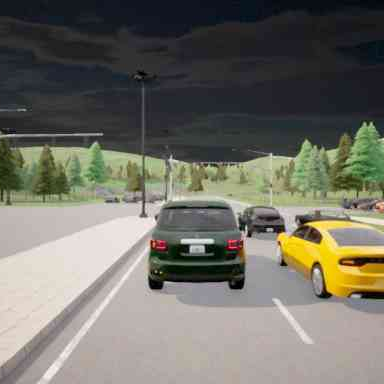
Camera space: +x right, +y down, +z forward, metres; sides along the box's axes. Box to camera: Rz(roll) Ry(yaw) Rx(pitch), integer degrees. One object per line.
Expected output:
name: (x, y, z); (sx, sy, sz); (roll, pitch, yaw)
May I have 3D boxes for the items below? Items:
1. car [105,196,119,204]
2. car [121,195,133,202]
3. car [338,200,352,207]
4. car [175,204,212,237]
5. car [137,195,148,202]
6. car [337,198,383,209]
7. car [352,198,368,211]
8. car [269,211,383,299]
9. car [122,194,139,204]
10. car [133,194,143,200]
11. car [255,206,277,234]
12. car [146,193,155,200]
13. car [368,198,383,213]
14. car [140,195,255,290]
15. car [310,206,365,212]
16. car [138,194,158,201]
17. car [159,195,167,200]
car: (-15.147, 1.532, 63.206); (1.994, 1.385, 4.181); (0, 0, 0)
car: (-15.130, 1.460, 78.070); (1.837, 1.490, 4.892); (0, 0, 0)
car: (21.015, 1.482, 41.421); (4.892, 1.490, 1.837); (0, 0, 1)
car: (0.072, 1.495, 19.089); (1.837, 1.490, 4.892); (0, 0, 0)
car: (-11.630, 1.484, 78.069); (1.812, 1.442, 4.674); (0, 0, 0)
car: (22.739, 1.524, 44.902); (5.357, 1.411, 2.033); (0, 0, 1)
car: (21.352, 1.506, 37.918); (4.674, 1.442, 1.812); (0, 0, 1)
car: (3.586, 1.473, 8.488); (1.882, 1.535, 5.008); (0, 0, 0)
car: (-11.664, 1.494, 63.224); (1.812, 1.442, 4.674); (0, 0, 1)
car: (-15.122, 1.421, 93.476); (1.882, 1.535, 5.008); (0, 0, 0)
car: (3.574, 1.495, 17.712); (1.837, 1.490, 4.892); (0, 0, 0)
car: (-11.623, 1.300, 93.442); (2.097, 1.767, 4.553); (0, 0, 0)
car: (21.325, 1.335, 34.417); (4.553, 1.767, 2.097); (0, 0, 1)
car: (0.088, 1.217, 9.232); (2.150, 2.045, 5.566); (0, 0, 0)
car: (7.074, 1.592, 17.887); (1.895, 1.301, 4.718); (0, 0, 0)
car: (-8.157, 1.459, 62.324); (2.128, 1.511, 4.902); (0, 0, 0)
car: (-8.127, 1.501, 92.877); (1.994, 1.385, 4.181); (0, 0, 0)
